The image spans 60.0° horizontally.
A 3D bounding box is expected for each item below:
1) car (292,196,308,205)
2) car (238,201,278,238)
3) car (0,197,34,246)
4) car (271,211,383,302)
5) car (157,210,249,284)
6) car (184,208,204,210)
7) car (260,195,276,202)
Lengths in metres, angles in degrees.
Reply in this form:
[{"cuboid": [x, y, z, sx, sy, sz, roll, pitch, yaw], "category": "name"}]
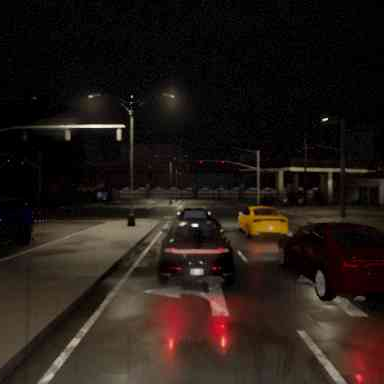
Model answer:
[{"cuboid": [18.986, 1.495, 58.638, 1.970, 1.475, 3.806, 0, 0, 0], "category": "car"}, {"cuboid": [3.610, 1.489, 17.631, 1.882, 1.535, 5.008, 0, 0, 0], "category": "car"}, {"cuboid": [-8.019, 1.233, 12.353, 2.150, 2.045, 5.566, 0, 0, 1], "category": "car"}, {"cuboid": [3.603, 1.483, 8.379, 1.882, 1.535, 5.008, 0, 0, 0], "category": "car"}, {"cuboid": [0.105, 1.498, 9.540, 2.128, 1.511, 4.902, 0, 0, 0], "category": "car"}, {"cuboid": [0.112, 1.576, 18.309, 1.994, 1.385, 4.181, 0, 0, -1], "category": "car"}, {"cuboid": [13.241, 1.334, 57.879, 2.242, 1.667, 4.611, 0, 0, 0], "category": "car"}]
